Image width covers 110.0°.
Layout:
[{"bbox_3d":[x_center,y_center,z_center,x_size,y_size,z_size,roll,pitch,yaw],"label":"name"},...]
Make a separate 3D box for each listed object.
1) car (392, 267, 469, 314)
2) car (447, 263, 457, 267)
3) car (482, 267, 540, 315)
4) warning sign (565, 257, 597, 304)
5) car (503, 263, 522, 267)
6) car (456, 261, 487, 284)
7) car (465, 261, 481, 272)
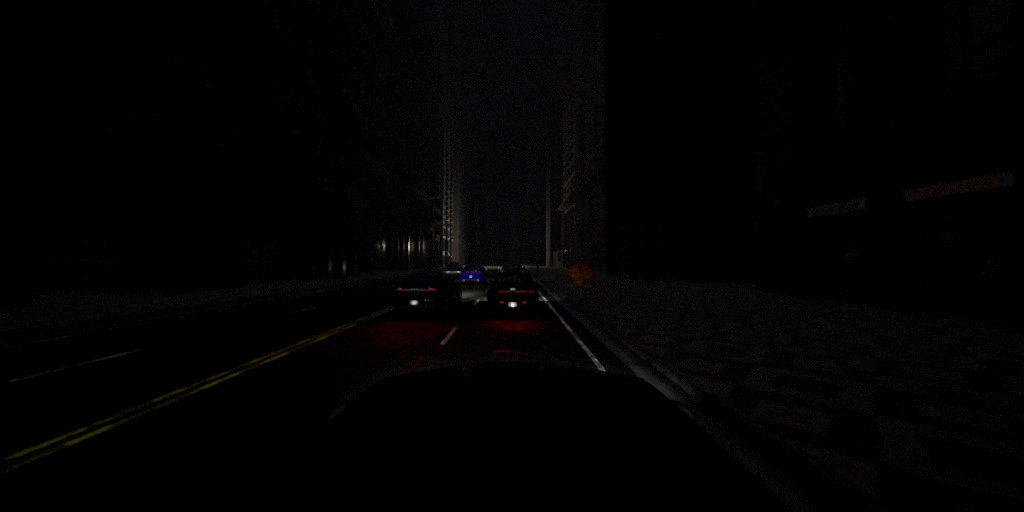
[{"bbox_3d":[-3.207,1.350,14.253,2.128,1.511,4.902,0,0,1],"label":"car"},{"bbox_3d":[-9.803,1.837,60.512,1.812,1.442,4.674,0,-1,1],"label":"car"},{"bbox_3d":[0.044,1.365,14.276,1.837,1.490,4.892,0,0,0],"label":"car"},{"bbox_3d":[2.848,0.978,14.810,1.300,1.860,1.060,0,0,0],"label":"warning sign"},{"bbox_3d":[0.041,1.347,29.206,2.097,1.767,4.553,0,-1,0],"label":"car"},{"bbox_3d":[-3.201,1.485,30.433,1.882,1.535,5.008,0,0,0],"label":"car"},{"bbox_3d":[-6.555,1.664,60.558,2.097,1.767,4.553,0,-1,1],"label":"car"}]
